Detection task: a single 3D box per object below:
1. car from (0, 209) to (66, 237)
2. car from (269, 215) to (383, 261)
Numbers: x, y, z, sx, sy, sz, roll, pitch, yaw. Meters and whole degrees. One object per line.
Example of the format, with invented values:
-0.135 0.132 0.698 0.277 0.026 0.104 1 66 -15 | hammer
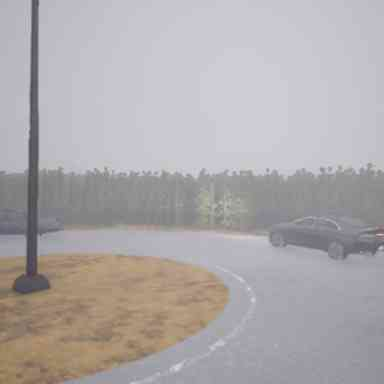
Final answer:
-9.402 1.602 17.158 5.357 1.411 2.033 1 0 -8 | car
5.102 1.642 13.106 2.128 1.511 4.902 1 0 -28 | car
